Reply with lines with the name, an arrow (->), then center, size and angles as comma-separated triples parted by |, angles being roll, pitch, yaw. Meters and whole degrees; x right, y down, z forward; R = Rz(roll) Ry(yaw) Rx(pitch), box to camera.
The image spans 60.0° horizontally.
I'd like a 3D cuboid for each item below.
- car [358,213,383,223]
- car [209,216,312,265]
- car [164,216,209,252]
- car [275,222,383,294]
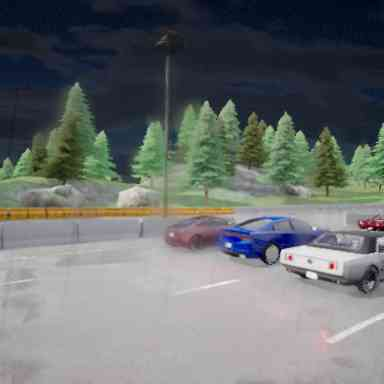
car -> 12.793, 1.925, 20.584 | 4.718, 1.301, 1.895 | 0, -1, -18
car -> 3.305, 1.632, 12.265 | 5.008, 1.535, 1.882 | 1, -1, -32
car -> 0.870, 1.760, 14.870 | 4.181, 1.385, 1.994 | 1, -1, -32
car -> 4.710, 1.701, 9.043 | 4.718, 1.301, 1.895 | 1, -1, -32
